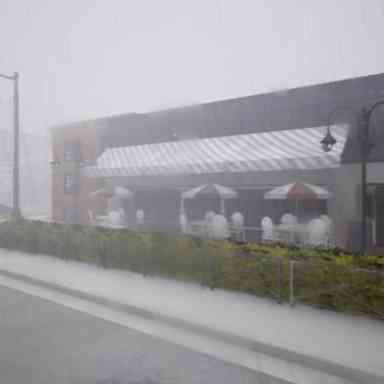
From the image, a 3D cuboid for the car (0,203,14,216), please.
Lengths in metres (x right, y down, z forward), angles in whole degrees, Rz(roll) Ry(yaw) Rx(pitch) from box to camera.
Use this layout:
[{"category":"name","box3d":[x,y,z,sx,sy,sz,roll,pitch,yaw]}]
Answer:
[{"category":"car","box3d":[-18.518,1.602,30.674,1.812,1.442,4.674,0,0,13]}]
